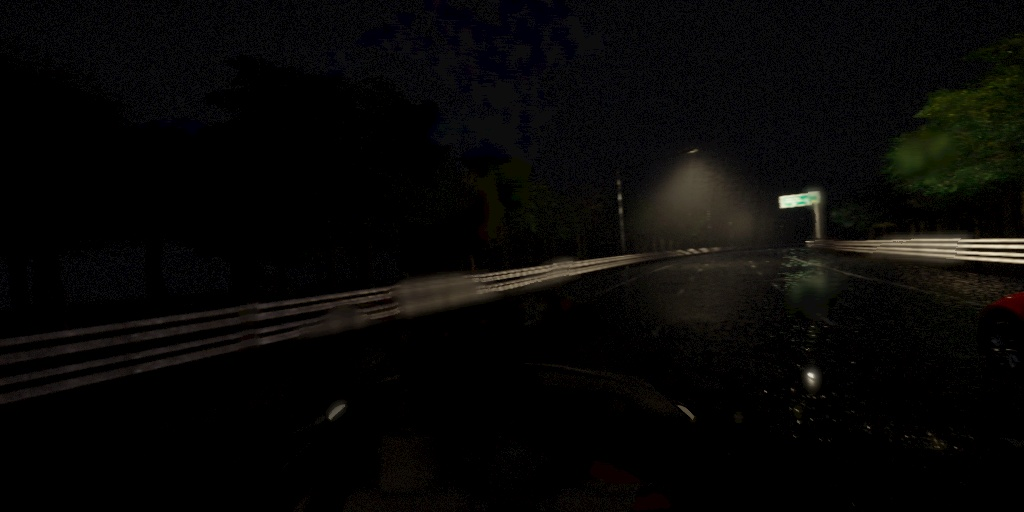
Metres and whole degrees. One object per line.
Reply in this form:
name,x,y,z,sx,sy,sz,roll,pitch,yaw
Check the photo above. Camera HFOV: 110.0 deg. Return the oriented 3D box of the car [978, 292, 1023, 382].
car,6.390,0.656,2.785,2.097,1.767,4.553,-4,0,28
